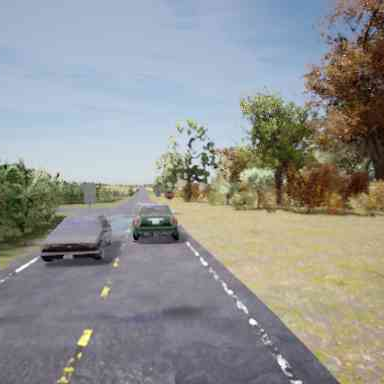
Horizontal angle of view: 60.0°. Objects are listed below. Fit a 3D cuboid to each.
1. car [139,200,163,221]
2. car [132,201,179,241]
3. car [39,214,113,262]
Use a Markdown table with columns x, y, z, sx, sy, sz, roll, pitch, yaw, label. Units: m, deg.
| x | y | z | sx | sy | sz | roll | pitch | yaw | label |
| --- | --- | --- | --- | --- | --- | --- | --- | --- | --- |
| -3.522 | 1.505 | 28.342 | 1.812 | 1.442 | 4.674 | 0 | 0 | -8 | car |
| -1.882 | 1.348 | 16.845 | 2.097 | 1.767 | 4.553 | 0 | 0 | -8 | car |
| -4.086 | 1.564 | 12.596 | 2.033 | 1.411 | 5.357 | 0 | 0 | -8 | car |
